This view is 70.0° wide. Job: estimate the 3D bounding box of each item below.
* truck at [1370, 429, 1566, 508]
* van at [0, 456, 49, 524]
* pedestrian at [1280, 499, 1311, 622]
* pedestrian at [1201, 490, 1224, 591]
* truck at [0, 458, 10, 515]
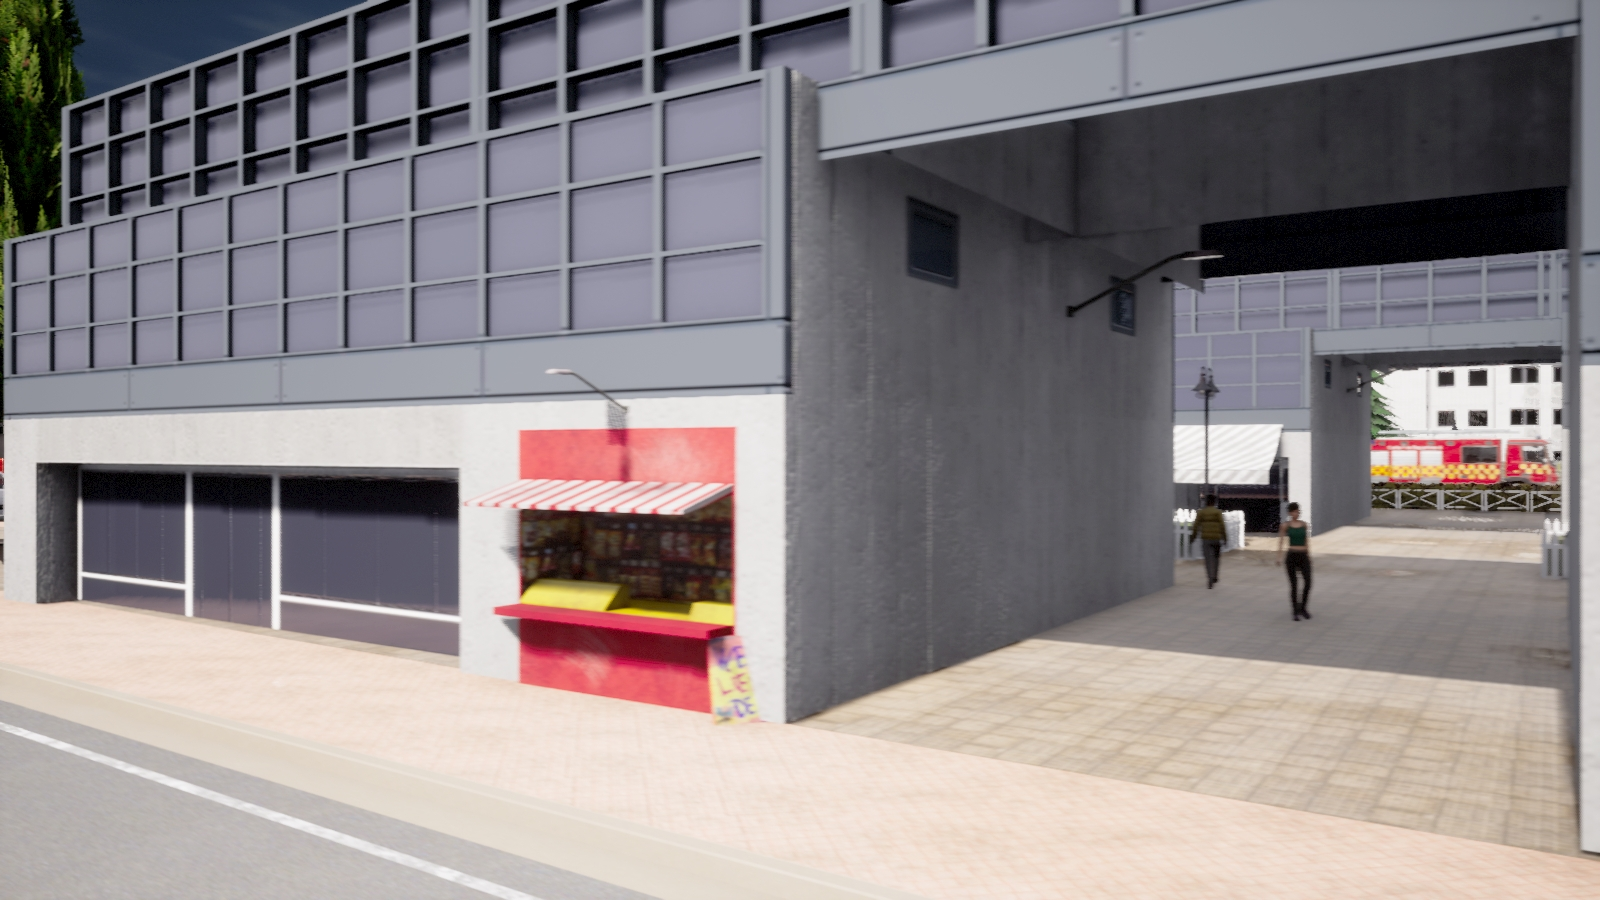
[{"bbox_3d":[34.015,0.893,58.401,8.468,3.827,2.891,0,0,33],"label":"truck"},{"bbox_3d":[-32.134,1.538,43.243,1.988,2.561,5.915,0,0,33],"label":"van"},{"bbox_3d":[7.679,1.700,17.701,0.375,1.860,0.375,0,0,12],"label":"pedestrian"},{"bbox_3d":[7.786,1.702,21.575,0.375,1.860,0.375,0,0,24],"label":"pedestrian"},{"bbox_3d":[-37.024,1.572,48.433,2.627,2.467,5.204,0,0,33],"label":"truck"}]
